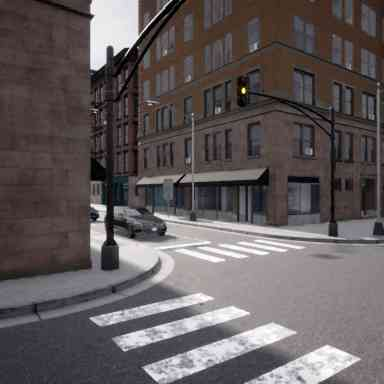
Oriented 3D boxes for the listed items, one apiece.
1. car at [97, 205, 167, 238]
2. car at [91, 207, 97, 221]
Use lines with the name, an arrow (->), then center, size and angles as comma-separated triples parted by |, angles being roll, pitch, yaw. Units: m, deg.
car -> -3.081, 1.436, 17.262 | 1.812, 1.442, 4.674 | 0, 0, -35
car -> -8.738, 1.397, 25.186 | 2.033, 1.411, 5.357 | 0, 0, -36
